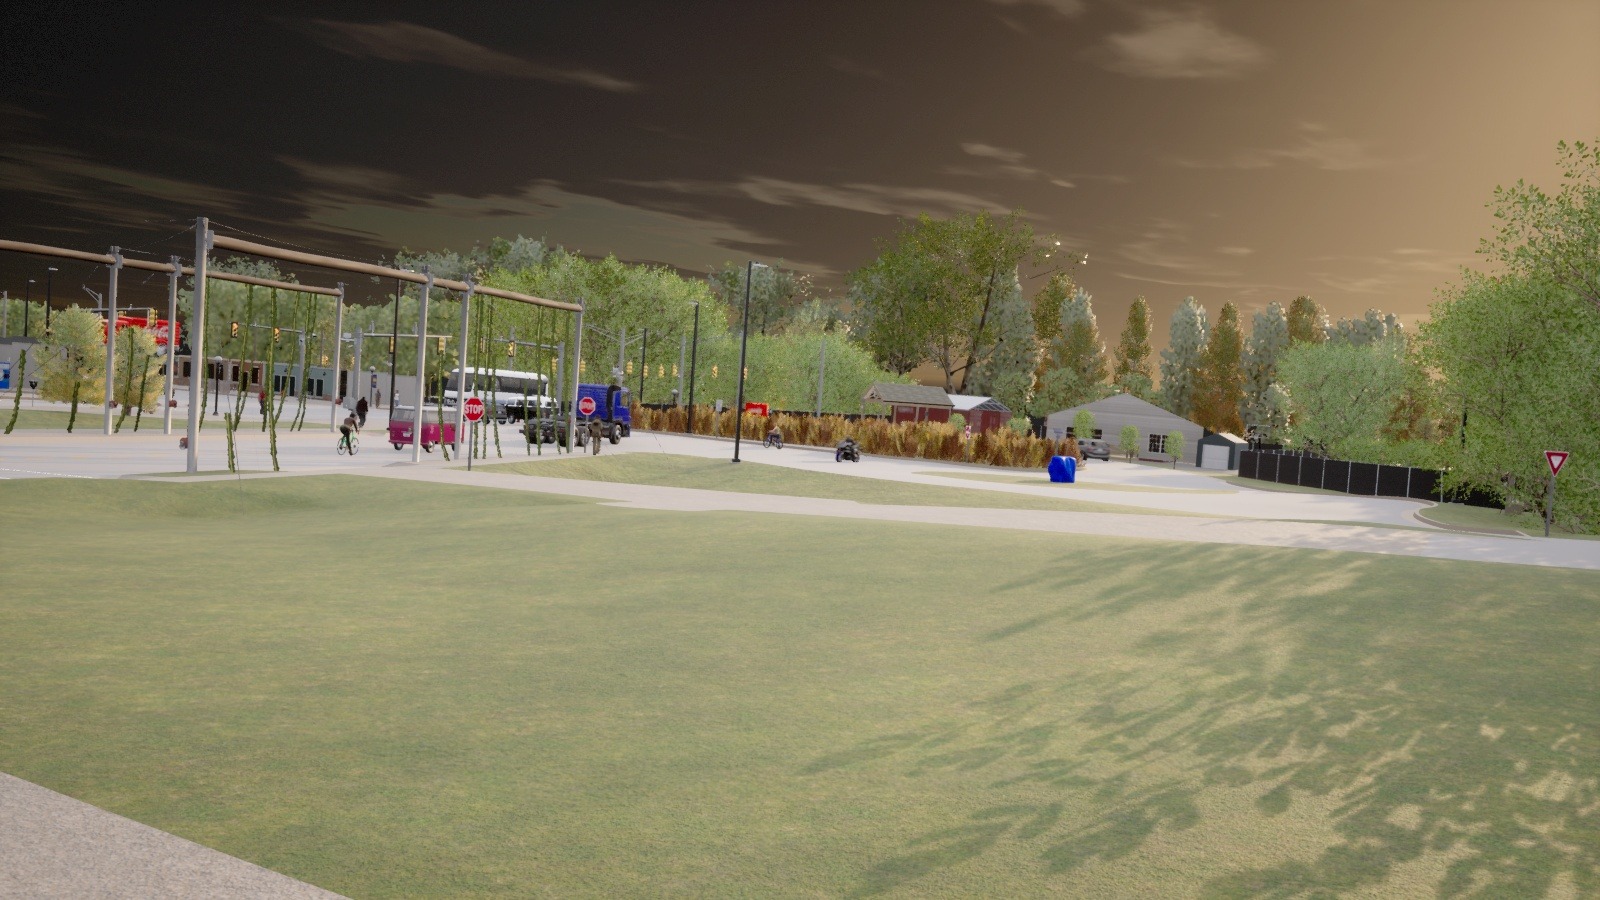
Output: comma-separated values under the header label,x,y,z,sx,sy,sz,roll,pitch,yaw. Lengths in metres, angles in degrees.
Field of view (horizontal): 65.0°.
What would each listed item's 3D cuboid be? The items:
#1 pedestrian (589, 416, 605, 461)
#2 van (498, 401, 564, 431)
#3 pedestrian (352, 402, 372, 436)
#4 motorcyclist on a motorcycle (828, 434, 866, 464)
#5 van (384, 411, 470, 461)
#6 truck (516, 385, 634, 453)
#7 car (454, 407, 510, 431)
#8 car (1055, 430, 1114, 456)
label,x,y,z,sx,sy,sz,roll,pitch,yaw
pedestrian,-9.099,-0.517,56.208,0.396,1.930,0.692,4,3,11
van,-19.258,-2.459,89.871,4.480,2.038,2.069,3,3,36
pedestrian,-24.412,-1.714,69.992,0.634,1.844,0.899,4,3,10
motorcyclist on a motorcycle,2.594,-0.060,68.618,0.866,1.530,2.191,6,3,37
van,-16.402,-0.647,55.472,1.775,1.987,4.442,4,2,10
truck,-12.518,-1.824,70.636,2.891,3.462,7.936,4,4,19
car,-22.148,-2.188,87.418,3.705,1.549,1.789,3,3,35
car,21.715,-0.549,96.040,2.242,1.667,4.611,1,3,-20
